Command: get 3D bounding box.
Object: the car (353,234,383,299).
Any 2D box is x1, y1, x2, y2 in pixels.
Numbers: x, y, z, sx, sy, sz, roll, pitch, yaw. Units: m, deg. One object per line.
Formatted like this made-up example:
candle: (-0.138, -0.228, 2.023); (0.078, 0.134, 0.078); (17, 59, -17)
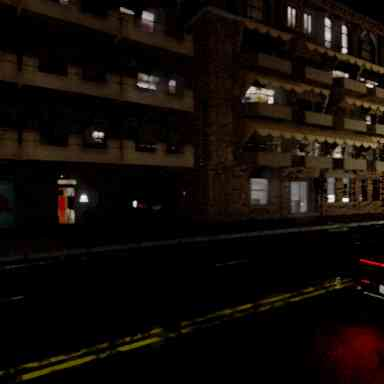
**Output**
car: (5.460, 1.494, 7.222); (4.892, 1.490, 1.837); (0, 0, -34)
